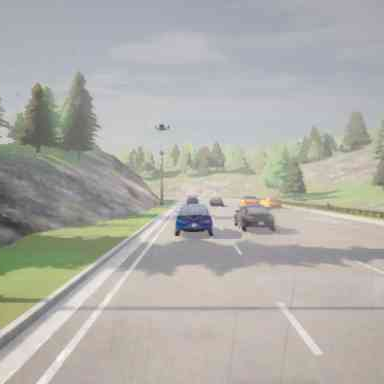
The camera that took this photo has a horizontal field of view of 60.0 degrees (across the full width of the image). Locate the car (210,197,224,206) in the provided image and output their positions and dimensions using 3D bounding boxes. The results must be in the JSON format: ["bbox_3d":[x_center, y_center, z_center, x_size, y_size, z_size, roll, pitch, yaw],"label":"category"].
[{"bbox_3d":[3.607,1.413,49.875,1.994,1.385,4.181,0,0,0],"label":"car"}]

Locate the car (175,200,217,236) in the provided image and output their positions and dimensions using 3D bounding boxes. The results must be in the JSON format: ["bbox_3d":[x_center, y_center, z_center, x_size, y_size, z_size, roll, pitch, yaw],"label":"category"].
[{"bbox_3d":[0.101,1.422,18.230,1.882,1.535,5.008,0,0,0],"label":"car"}]

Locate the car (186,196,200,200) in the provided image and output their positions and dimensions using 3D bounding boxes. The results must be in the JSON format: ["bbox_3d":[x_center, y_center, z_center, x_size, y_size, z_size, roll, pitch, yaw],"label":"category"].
[{"bbox_3d":[0.107,1.344,53.061,1.837,1.490,4.892,0,0,0],"label":"car"}]

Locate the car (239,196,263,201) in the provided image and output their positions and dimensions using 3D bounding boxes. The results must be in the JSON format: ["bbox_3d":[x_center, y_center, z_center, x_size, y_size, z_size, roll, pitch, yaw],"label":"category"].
[{"bbox_3d":[7.105,1.225,41.858,2.097,1.767,4.553,0,0,0],"label":"car"}]

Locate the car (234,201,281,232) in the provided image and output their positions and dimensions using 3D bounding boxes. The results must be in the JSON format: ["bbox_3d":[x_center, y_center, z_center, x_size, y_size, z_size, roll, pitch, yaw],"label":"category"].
[{"bbox_3d":[3.599,1.466,19.564,1.812,1.442,4.674,0,0,0],"label":"car"}]

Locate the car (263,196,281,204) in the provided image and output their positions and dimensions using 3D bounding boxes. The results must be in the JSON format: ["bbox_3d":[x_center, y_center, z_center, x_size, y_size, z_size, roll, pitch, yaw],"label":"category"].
[{"bbox_3d":[10.606,1.340,44.841,1.882,1.535,5.008,0,0,0],"label":"car"}]
